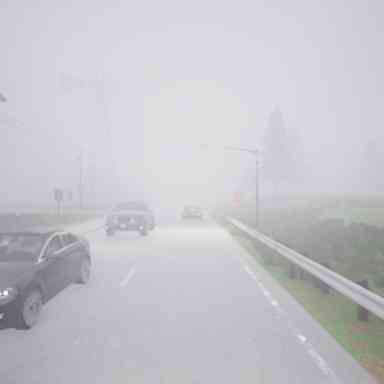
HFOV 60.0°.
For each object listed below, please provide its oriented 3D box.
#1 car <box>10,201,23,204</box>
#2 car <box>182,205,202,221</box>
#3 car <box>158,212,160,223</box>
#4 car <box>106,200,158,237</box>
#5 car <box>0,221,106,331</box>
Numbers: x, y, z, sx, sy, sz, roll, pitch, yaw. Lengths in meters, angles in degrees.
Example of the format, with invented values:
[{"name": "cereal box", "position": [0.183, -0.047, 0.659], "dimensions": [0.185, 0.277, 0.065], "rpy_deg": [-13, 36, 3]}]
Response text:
[{"name": "car", "position": [-32.484, 2.306, 61.671], "dimensions": [1.784, 1.438, 3.905], "rpy_deg": [0, -1, -1]}, {"name": "car", "position": [0.006, 1.942, 31.176], "dimensions": [2.033, 1.411, 5.357], "rpy_deg": [0, -1, 0]}, {"name": "car", "position": [-3.636, 1.866, 26.493], "dimensions": [1.812, 1.442, 4.674], "rpy_deg": [0, 0, 0]}, {"name": "car", "position": [-3.581, 1.484, 20.118], "dimensions": [2.150, 2.045, 5.566], "rpy_deg": [0, -1, 0]}, {"name": "car", "position": [-3.617, 1.585, 7.164], "dimensions": [2.128, 1.511, 4.902], "rpy_deg": [0, -1, 0]}]
